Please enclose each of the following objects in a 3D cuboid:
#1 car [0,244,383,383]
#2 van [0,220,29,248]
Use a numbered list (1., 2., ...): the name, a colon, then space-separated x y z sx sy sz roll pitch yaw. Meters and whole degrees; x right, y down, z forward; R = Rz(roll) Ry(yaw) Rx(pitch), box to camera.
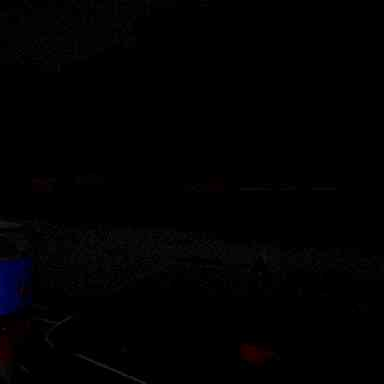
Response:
1. car: -0.146 1.441 2.911 4.097 1.590 1.967 0 0 35
2. van: -4.606 1.345 6.089 3.998 1.788 1.690 0 0 35
